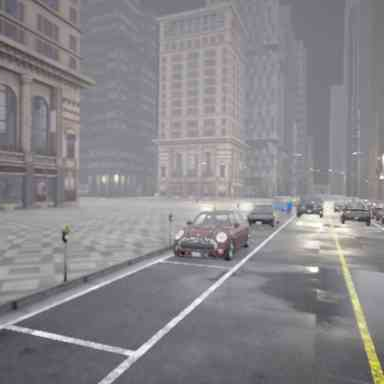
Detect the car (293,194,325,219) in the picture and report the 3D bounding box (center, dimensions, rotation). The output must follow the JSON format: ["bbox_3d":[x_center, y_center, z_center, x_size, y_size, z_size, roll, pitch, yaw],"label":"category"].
[{"bbox_3d":[10.764,1.240,30.242,2.150,2.045,5.566,1,0,21],"label":"car"}]

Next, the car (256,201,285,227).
[{"bbox_3d":[4.936,1.545,22.668,1.947,1.339,4.313,1,0,21],"label":"car"}]

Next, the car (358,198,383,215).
[{"bbox_3d":[19.009,1.534,35.359,1.967,1.590,4.097,1,0,21],"label":"car"}]

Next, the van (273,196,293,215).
[{"bbox_3d":[9.021,1.328,33.184,1.690,1.788,3.998,1,0,21],"label":"van"}]

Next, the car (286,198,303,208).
[{"bbox_3d":[15.143,1.545,48.960,2.008,1.369,4.403,1,0,21],"label":"car"}]

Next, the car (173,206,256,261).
[{"bbox_3d":[0.853,1.409,12.150,1.967,1.590,4.097,1,0,21],"label":"car"}]

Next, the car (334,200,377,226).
[{"bbox_3d":[11.829,1.544,24.336,2.128,1.511,4.902,1,0,22],"label":"car"}]

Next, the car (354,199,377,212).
[{"bbox_3d":[21.049,1.647,40.618,2.008,1.369,4.403,1,0,21],"label":"car"}]

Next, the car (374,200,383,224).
[{"bbox_3d":[14.986,1.613,25.000,1.752,1.417,4.829,1,0,21],"label":"car"}]
